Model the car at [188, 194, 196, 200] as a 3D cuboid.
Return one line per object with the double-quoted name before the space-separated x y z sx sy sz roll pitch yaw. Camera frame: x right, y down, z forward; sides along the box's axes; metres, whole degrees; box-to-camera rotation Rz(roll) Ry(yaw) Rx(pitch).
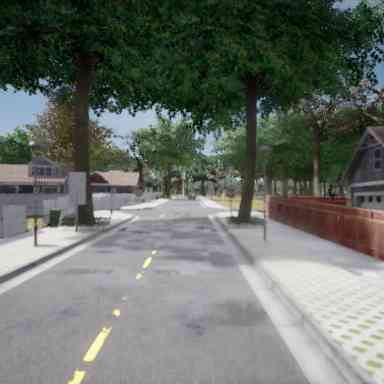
"car" -0.016 1.198 80.059 1.812 1.442 4.674 0 0 0
